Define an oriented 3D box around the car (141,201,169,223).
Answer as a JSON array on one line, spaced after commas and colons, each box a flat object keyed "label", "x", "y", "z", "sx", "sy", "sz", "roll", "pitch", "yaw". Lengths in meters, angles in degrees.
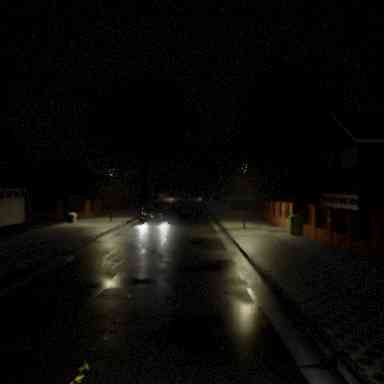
[{"label": "car", "x": -2.812, "y": 1.516, "z": 26.055, "sx": 1.837, "sy": 1.490, "sz": 4.892, "roll": 0, "pitch": -1, "yaw": 0}]
